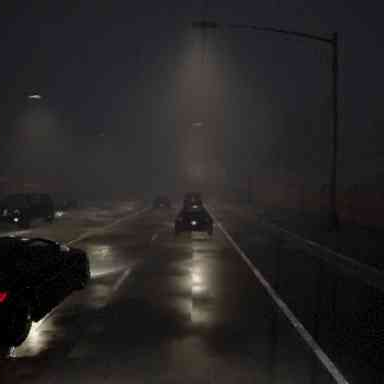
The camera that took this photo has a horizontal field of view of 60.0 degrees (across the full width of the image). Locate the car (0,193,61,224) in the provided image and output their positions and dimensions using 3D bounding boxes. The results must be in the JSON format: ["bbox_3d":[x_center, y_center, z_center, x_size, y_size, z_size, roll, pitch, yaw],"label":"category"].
[{"bbox_3d":[-10.560,1.079,20.811,2.150,2.045,5.566,0,0,0],"label":"car"}]

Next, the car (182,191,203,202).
[{"bbox_3d":[0.090,0.920,38.385,2.150,2.045,5.566,0,1,0],"label":"car"}]

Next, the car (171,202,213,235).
[{"bbox_3d":[0.095,1.438,18.010,1.994,1.385,4.181,0,0,0],"label":"car"}]

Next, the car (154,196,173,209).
[{"bbox_3d":[-3.410,1.192,39.384,1.837,1.490,4.892,0,0,0],"label":"car"}]

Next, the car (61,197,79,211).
[{"bbox_3d":[-14.019,1.271,36.448,2.033,1.411,5.357,0,1,1],"label":"car"}]

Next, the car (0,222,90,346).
[{"bbox_3d":[-3.402,1.519,6.248,1.994,1.385,4.181,0,0,0],"label":"car"}]
